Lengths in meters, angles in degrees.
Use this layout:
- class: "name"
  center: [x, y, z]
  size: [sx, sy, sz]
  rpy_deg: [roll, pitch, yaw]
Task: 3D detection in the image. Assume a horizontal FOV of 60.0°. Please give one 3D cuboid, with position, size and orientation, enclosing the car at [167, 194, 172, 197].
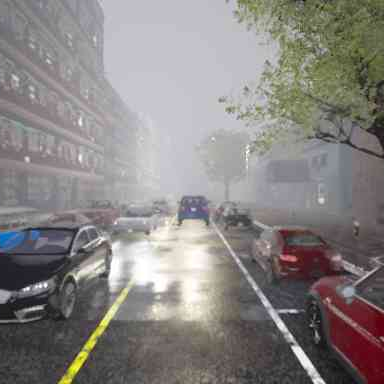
- class: "car"
  center: [-5.691, 1.649, 66.217]
  size: [1.947, 1.339, 4.313]
  rpy_deg: [0, 0, 0]

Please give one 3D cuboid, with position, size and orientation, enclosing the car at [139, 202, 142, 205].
- class: "car"
  center: [-5.691, 1.576, 32.037]
  size: [2.008, 1.369, 4.403]
  rpy_deg: [0, 0, 0]

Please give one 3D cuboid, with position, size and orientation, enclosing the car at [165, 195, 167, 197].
- class: "car"
  center: [-5.691, 1.605, 54.825]
  size: [1.887, 1.381, 4.507]
  rpy_deg: [0, 0, 0]

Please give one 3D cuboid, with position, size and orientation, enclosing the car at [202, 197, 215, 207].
- class: "car"
  center: [2.690, 1.611, 54.823]
  size: [2.008, 1.369, 4.403]
  rpy_deg: [0, 0, 0]

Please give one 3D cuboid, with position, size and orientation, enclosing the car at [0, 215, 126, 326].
- class: "car"
  center: [-3.086, 1.494, 7.374]
  size: [2.128, 1.511, 4.902]
  rpy_deg: [0, 0, 0]

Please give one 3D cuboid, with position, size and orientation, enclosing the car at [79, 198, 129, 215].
- class: "car"
  center: [-5.692, 1.327, 20.644]
  size: [2.192, 1.841, 5.009]
  rpy_deg: [0, 0, 0]

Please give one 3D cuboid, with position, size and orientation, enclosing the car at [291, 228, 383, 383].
- class: "car"
  center: [2.689, 1.441, 3.551]
  size: [1.967, 1.590, 4.097]
  rpy_deg: [0, 0, 0]

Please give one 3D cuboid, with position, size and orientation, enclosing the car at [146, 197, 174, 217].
- class: "car"
  center: [-3.040, 1.532, 32.297]
  size: [1.837, 1.490, 4.892]
  rpy_deg: [0, 0, 0]

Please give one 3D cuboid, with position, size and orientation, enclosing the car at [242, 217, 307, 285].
- class: "car"
  center: [2.689, 1.585, 9.249]
  size: [1.802, 1.307, 4.206]
  rpy_deg: [0, 0, 0]

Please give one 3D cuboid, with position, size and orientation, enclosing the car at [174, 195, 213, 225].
- class: "car"
  center: [0.101, 1.236, 24.265]
  size: [2.150, 2.045, 5.566]
  rpy_deg: [0, 0, 0]

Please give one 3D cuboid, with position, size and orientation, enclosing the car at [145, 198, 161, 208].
- class: "car"
  center: [-5.691, 1.576, 48.958]
  size: [1.752, 1.417, 4.829]
  rpy_deg: [0, 0, 0]

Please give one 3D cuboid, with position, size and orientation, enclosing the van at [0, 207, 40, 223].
- class: "van"
  center: [-5.692, 1.344, 9.250]
  size: [1.690, 1.788, 3.998]
  rpy_deg: [0, 0, 0]

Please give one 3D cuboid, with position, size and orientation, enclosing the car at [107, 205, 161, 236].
- class: "car"
  center: [-3.048, 1.610, 18.594]
  size: [1.895, 1.301, 4.718]
  rpy_deg: [0, 0, 1]

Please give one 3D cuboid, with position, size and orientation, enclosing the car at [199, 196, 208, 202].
- class: "car"
  center: [2.690, 1.693, 77.608]
  size: [1.802, 1.307, 4.206]
  rpy_deg: [0, 0, 0]

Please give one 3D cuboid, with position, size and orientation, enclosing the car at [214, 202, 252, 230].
- class: "car"
  center: [2.689, 1.562, 20.642]
  size: [2.008, 1.369, 4.403]
  rpy_deg: [0, 0, 0]

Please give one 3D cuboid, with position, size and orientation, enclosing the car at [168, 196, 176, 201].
- class: "car"
  center: [-5.690, 1.743, 94.703]
  size: [1.802, 1.307, 4.206]
  rpy_deg: [0, 0, 0]

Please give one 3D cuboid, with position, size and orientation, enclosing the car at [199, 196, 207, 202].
- class: "car"
  center: [2.690, 1.672, 83.306]
  size: [1.887, 1.381, 4.507]
  rpy_deg: [0, 0, 0]

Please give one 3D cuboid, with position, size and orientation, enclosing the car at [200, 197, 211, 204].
- class: "car"
  center: [2.690, 1.628, 66.215]
  size: [1.887, 1.381, 4.507]
  rpy_deg: [0, 0, 0]

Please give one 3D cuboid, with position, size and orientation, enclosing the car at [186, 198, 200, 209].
- class: "car"
  center: [0.102, 1.572, 46.274]
  size: [1.812, 1.442, 4.674]
  rpy_deg: [0, 0, 0]

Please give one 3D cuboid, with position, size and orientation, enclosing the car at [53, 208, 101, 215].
- class: "car"
  center: [-5.692, 1.589, 14.947]
  size: [1.802, 1.307, 4.206]
  rpy_deg: [0, 0, 0]

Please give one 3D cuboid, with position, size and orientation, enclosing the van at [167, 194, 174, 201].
- class: "van"
  center: [-5.692, 1.485, 89.006]
  size: [1.690, 1.788, 3.998]
  rpy_deg: [0, 0, 0]

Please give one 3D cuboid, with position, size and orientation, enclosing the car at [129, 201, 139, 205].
- class: "car"
  center: [-5.691, 1.584, 26.341]
  size: [1.947, 1.339, 4.313]
  rpy_deg: [0, 0, 0]

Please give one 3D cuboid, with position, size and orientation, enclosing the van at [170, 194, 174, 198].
- class: "van"
  center: [-5.692, 1.469, 83.310]
  size: [1.690, 1.788, 3.998]
  rpy_deg: [0, 0, 0]
